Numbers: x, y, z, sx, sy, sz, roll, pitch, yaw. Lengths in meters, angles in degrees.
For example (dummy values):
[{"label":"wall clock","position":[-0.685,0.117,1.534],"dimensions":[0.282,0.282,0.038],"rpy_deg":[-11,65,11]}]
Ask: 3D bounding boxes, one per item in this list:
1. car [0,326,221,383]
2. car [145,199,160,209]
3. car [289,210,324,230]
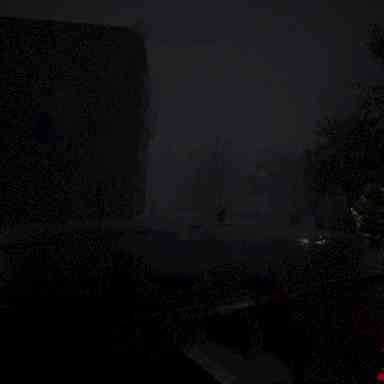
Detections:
[{"label":"car","position":[-2.201,1.537,1.703],"dimensions":[5.357,1.411,2.033],"rpy_deg":[1,0,-35]},{"label":"car","position":[-8.188,2.131,62.069],"dimensions":[4.553,1.767,2.097],"rpy_deg":[3,-2,40]},{"label":"car","position":[9.186,2.197,26.933],"dimensions":[2.128,1.511,4.902],"rpy_deg":[3,-2,5]}]
